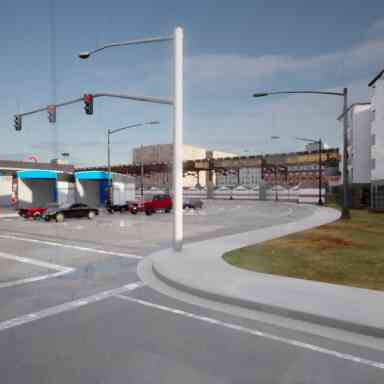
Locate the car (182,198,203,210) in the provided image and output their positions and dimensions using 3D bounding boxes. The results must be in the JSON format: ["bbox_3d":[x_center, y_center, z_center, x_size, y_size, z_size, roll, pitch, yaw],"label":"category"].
[{"bbox_3d":[0.122,1.547,44.123,2.033,1.411,5.357,0,0,16],"label":"car"}]

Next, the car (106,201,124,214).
[{"bbox_3d":[-7.115,1.601,36.248,1.895,1.301,4.718,0,0,30],"label":"car"}]

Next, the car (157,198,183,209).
[{"bbox_3d":[-2.952,1.547,46.053,2.033,1.411,5.357,0,0,15],"label":"car"}]

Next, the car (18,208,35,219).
[{"bbox_3d":[-12.305,1.601,28.693,1.895,1.301,4.718,0,0,37],"label":"car"}]

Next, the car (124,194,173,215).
[{"bbox_3d":[-4.135,1.221,34.443,2.150,2.045,5.566,0,0,30],"label":"car"}]

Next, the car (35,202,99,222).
[{"bbox_3d":[-9.603,1.526,26.509,1.812,1.442,4.674,0,0,36],"label":"car"}]
